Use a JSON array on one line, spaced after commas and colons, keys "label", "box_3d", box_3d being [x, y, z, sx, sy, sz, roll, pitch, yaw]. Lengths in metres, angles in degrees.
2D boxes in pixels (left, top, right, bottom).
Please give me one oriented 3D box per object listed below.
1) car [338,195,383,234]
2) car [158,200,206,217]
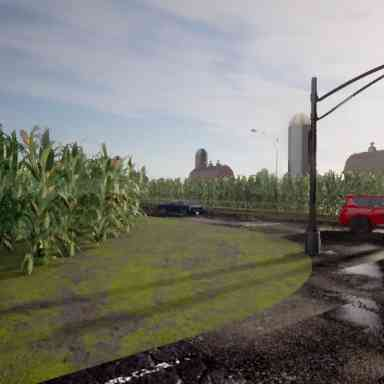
[{"label": "car", "box_3d": [10.398, 1.170, 16.782, 5.566, 2.045, 2.150, 1, 0, 36]}, {"label": "car", "box_3d": [-0.918, 1.376, 28.417, 1.895, 1.301, 4.718, 2, 0, -38]}]
